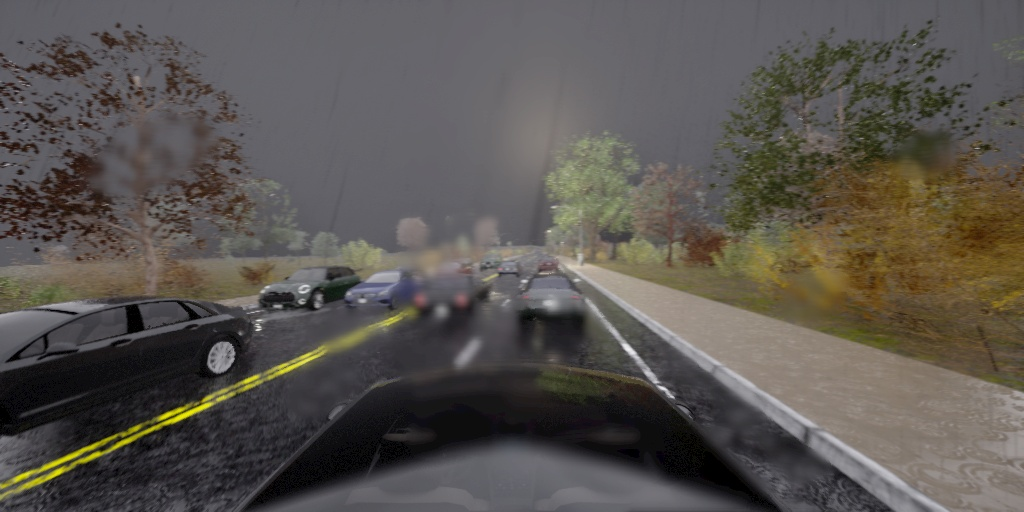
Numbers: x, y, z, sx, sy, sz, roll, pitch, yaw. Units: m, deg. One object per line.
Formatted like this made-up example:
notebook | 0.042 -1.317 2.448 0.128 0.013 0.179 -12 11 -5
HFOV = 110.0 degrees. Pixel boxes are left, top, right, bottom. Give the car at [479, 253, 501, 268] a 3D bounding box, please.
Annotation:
car | -2.335 0.709 41.904 2.150 2.045 5.566 -2 0 6

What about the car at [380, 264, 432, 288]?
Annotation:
car | -7.323 1.337 25.298 1.994 1.385 4.181 -2 0 6

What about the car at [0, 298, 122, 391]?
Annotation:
car | -9.352 1.580 5.234 1.895 1.301 4.718 -2 0 6

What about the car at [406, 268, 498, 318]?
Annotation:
car | -1.875 1.320 12.928 1.895 1.301 4.718 -2 0 6

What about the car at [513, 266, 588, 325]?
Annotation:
car | 1.235 1.210 11.387 1.994 1.385 4.181 -2 0 6

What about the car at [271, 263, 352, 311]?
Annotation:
car | -8.328 1.229 15.324 2.097 1.767 4.553 -2 0 6

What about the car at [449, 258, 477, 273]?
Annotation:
car | -5.595 1.084 41.919 2.128 1.511 4.902 -2 0 6

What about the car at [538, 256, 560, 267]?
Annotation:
car | 3.753 0.733 36.452 2.097 1.767 4.553 -2 0 6

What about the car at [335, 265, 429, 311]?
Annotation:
car | -5.085 1.316 15.080 1.812 1.442 4.674 -2 0 6

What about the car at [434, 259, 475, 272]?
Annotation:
car | -4.071 1.163 25.158 1.882 1.535 5.008 -2 0 6

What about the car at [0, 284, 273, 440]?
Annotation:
car | -6.117 1.398 4.976 1.837 1.490 4.892 -2 0 6

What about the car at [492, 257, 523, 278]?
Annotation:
car | -0.091 1.077 31.109 2.033 1.411 5.357 -2 0 6
